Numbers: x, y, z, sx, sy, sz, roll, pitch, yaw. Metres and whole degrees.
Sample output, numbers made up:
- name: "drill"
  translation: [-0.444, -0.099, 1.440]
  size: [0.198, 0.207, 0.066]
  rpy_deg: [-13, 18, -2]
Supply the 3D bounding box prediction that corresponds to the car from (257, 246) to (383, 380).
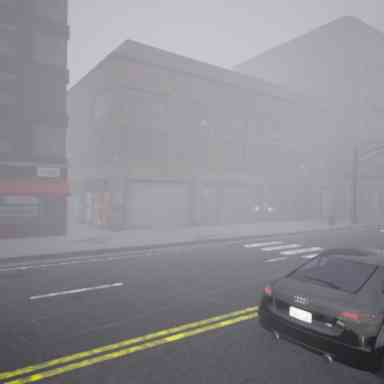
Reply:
- name: "car"
  translation: [3.091, 1.638, 5.639]
  size: [4.181, 1.385, 1.994]
  rpy_deg: [1, 0, -36]
